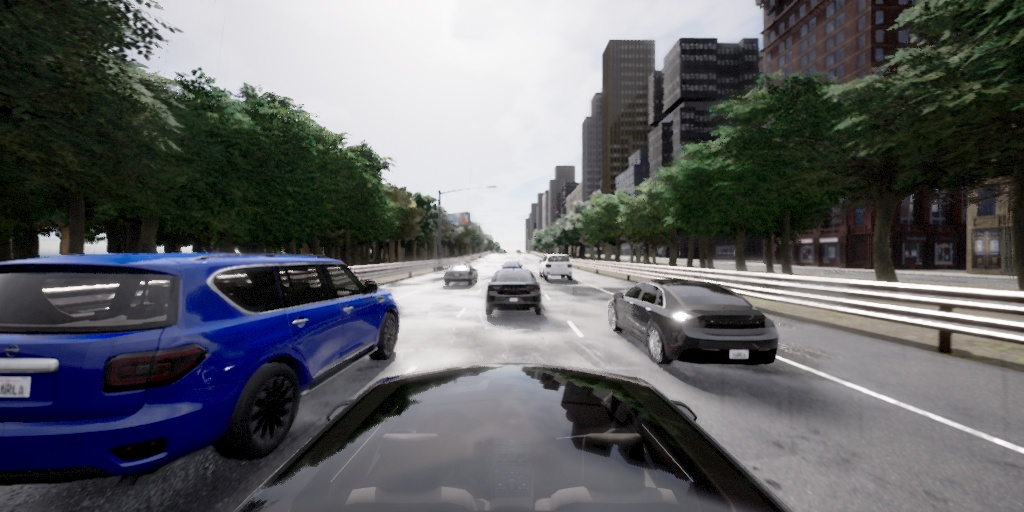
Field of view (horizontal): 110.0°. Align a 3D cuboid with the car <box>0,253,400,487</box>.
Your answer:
[{"bbox_3d":[-3.439,0.981,5.167,2.150,2.045,5.566,0,0,1],"label":"car"}]

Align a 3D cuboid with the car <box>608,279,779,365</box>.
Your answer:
[{"bbox_3d":[3.561,1.261,8.015,1.837,1.490,4.892,0,1,0],"label":"car"}]

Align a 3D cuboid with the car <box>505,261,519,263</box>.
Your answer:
[{"bbox_3d":[0.012,1.176,31.173,1.812,1.442,4.674,0,0,0],"label":"car"}]

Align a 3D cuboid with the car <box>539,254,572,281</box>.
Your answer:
[{"bbox_3d":[3.517,0.882,29.338,2.150,2.045,5.566,0,0,0],"label":"car"}]

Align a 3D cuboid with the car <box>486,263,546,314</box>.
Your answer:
[{"bbox_3d":[0.057,1.219,13.762,1.882,1.535,5.008,0,0,0],"label":"car"}]

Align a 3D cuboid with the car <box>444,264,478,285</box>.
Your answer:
[{"bbox_3d":[-3.482,1.232,25.038,2.033,1.411,5.357,0,0,0],"label":"car"}]
